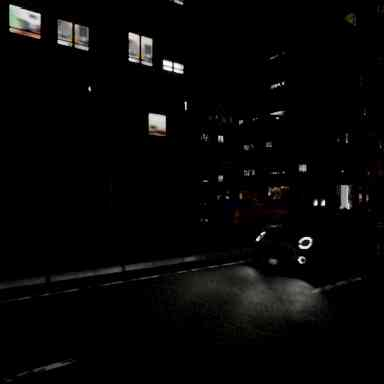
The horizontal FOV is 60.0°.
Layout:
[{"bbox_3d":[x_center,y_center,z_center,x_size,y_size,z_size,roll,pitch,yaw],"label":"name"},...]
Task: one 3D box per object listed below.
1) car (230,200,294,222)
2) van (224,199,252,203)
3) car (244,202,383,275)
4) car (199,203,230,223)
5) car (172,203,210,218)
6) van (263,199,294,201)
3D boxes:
[{"bbox_3d":[5.767,1.719,27.590,1.882,1.535,5.008,0,-1,-36],"label":"car"},{"bbox_3d":[5.237,1.676,38.088,1.690,1.788,3.998,-1,0,-36],"label":"van"},{"bbox_3d":[4.090,1.352,10.592,4.553,1.767,2.097,0,0,-35],"label":"car"},{"bbox_3d":[1.807,1.875,28.657,1.802,1.307,4.206,-1,0,-36],"label":"car"},{"bbox_3d":[-0.180,1.937,35.701,1.994,1.385,4.181,0,-1,-37],"label":"car"},{"bbox_3d":[8.550,1.603,33.570,1.690,1.788,3.998,-1,0,-36],"label":"van"}]
